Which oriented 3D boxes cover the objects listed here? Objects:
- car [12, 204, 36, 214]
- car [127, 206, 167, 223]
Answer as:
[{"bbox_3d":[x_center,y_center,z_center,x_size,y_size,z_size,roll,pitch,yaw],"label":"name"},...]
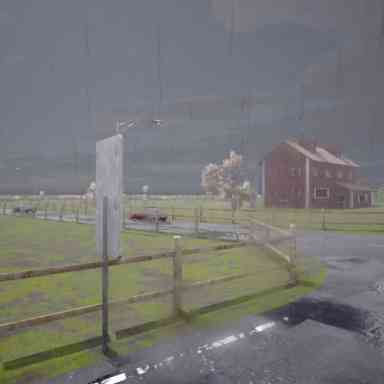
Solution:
[{"bbox_3d":[-23.896,2.405,47.268,2.033,1.411,5.357,0,-1,-43],"label":"car"},{"bbox_3d":[-4.200,2.018,30.482,1.994,1.385,4.181,0,-1,-43],"label":"car"}]
